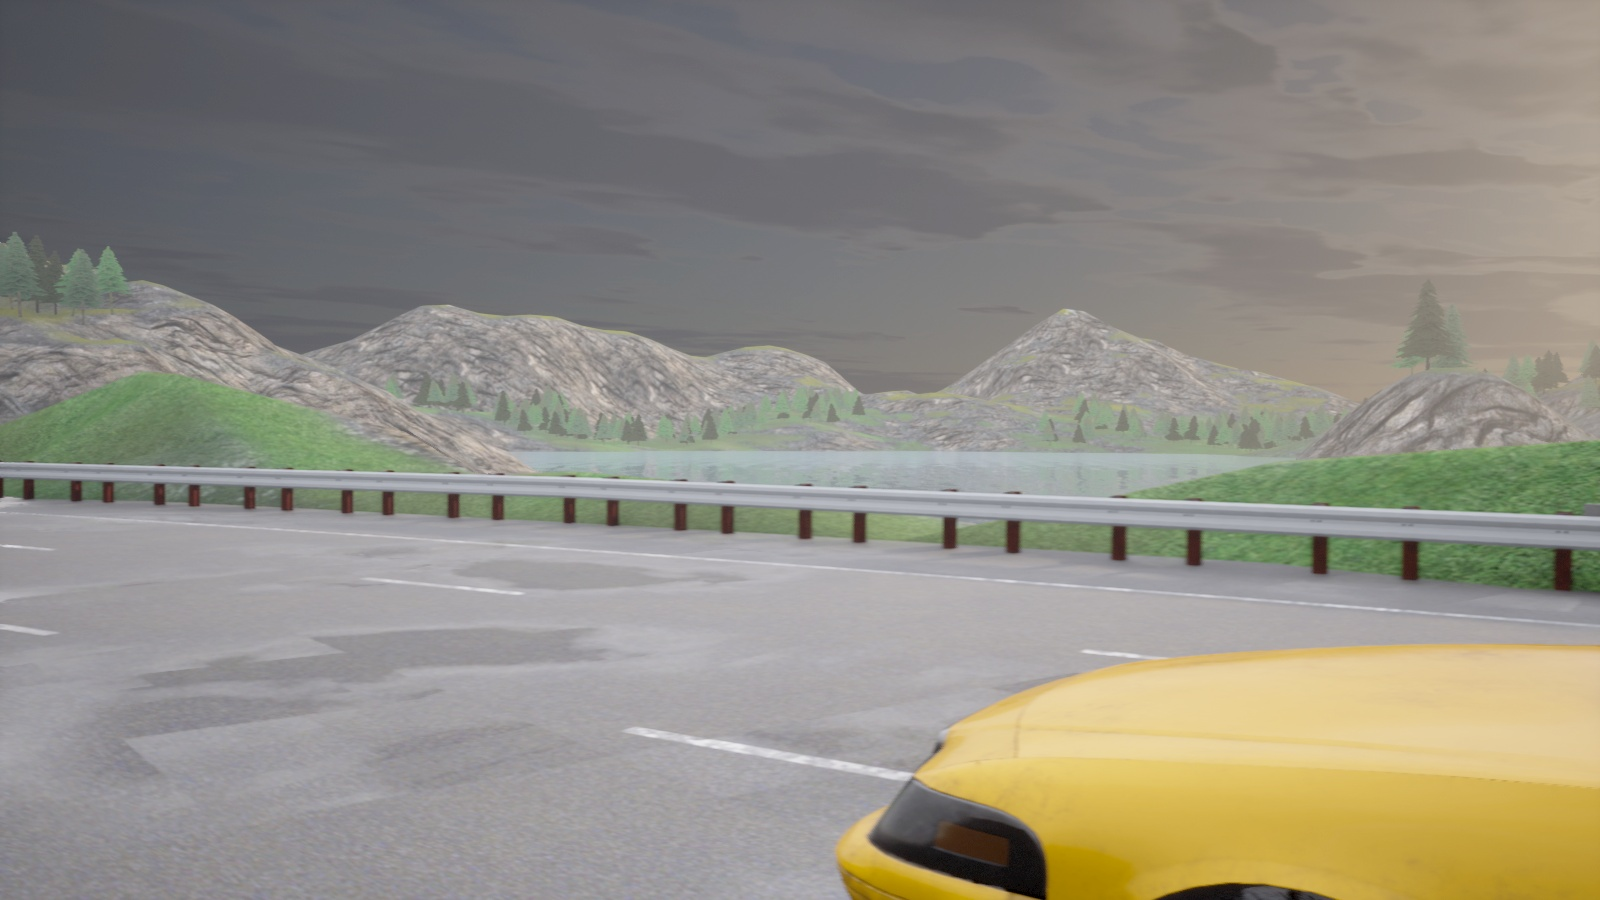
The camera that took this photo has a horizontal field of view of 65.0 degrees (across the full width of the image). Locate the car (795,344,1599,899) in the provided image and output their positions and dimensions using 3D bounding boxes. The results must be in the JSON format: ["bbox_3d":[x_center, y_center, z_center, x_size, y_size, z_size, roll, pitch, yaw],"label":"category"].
[{"bbox_3d":[2.730,0.619,1.836,5.366,1.575,1.801,0,1,34],"label":"car"}]
